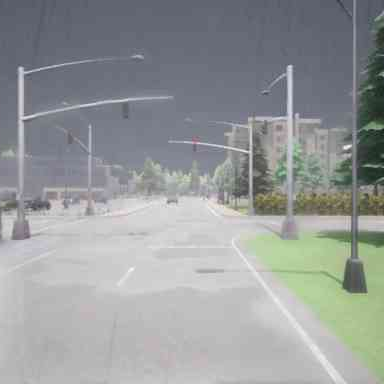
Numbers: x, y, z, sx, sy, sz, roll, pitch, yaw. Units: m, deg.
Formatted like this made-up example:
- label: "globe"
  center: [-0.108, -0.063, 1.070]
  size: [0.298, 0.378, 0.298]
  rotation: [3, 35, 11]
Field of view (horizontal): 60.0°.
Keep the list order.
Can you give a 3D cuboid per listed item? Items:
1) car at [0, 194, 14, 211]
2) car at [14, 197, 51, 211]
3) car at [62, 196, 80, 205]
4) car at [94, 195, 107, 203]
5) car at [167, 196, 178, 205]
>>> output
- label: "car"
  center: [-20.840, 1.328, 37.635]
  size: [2.152, 1.636, 5.027]
  rotation: [0, 0, 0]
- label: "car"
  center: [-17.703, 1.337, 37.656]
  size: [2.007, 1.523, 4.514]
  rotation: [0, 0, 0]
- label: "car"
  center: [-20.509, 1.382, 56.298]
  size: [1.970, 1.475, 3.806]
  rotation: [0, 0, 0]
- label: "car"
  center: [-17.456, 1.371, 63.689]
  size: [1.845, 1.501, 3.633]
  rotation: [0, 0, 0]
- label: "car"
  center: [-3.500, 1.483, 60.681]
  size: [1.994, 1.385, 4.181]
  rotation: [0, 0, 0]
